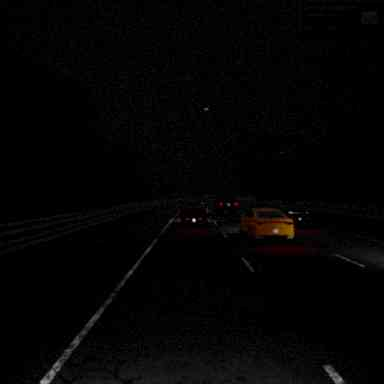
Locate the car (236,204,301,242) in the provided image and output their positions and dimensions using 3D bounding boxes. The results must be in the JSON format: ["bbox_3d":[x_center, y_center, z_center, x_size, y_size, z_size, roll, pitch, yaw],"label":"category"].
[{"bbox_3d":[3.620,1.543,16.802,1.882,1.535,5.008,0,0,0],"label":"car"}]

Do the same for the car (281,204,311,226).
[{"bbox_3d":[7.131,1.598,24.355,2.128,1.511,4.902,0,0,0],"label":"car"}]

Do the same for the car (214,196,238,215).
[{"bbox_3d":[3.692,1.403,35.977,2.150,2.045,5.566,0,0,1],"label":"car"}]

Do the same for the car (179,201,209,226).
[{"bbox_3d":[0.130,1.607,24.064,1.837,1.490,4.892,0,0,0],"label":"car"}]
